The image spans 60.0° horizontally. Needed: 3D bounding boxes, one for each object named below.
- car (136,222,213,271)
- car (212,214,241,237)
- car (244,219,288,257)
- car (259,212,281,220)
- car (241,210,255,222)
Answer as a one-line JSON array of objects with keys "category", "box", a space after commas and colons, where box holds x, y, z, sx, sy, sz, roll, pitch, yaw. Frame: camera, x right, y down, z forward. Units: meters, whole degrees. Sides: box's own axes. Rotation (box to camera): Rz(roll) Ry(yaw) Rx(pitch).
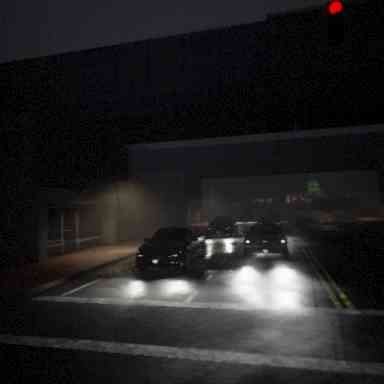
[{"category": "car", "box": [-0.656, 2.155, 13.458, 1.837, 1.490, 4.892, -3, -3, 14]}, {"category": "car", "box": [2.385, 2.622, 25.545, 1.812, 1.442, 4.674, -3, -3, 14]}, {"category": "car", "box": [3.580, 2.223, 15.965, 1.895, 1.301, 4.718, -3, -3, 14]}, {"category": "car", "box": [6.674, 2.679, 28.314, 1.895, 1.301, 4.718, -3, -3, 14]}, {"category": "car", "box": [7.873, 3.400, 47.175, 1.837, 1.490, 4.892, -3, -3, 14]}]
